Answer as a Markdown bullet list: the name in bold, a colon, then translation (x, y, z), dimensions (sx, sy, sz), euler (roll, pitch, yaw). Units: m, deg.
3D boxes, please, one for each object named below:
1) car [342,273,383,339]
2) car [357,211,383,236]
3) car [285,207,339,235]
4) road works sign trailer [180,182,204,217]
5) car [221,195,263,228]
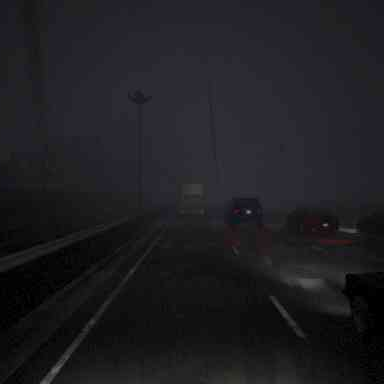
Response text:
- **car**: translation (3.599, 1.631, 3.796), dimensions (1.895, 1.301, 4.718), euler (0, 0, 0)
- **car**: translation (10.595, 1.698, 17.725), dimensions (1.994, 1.385, 4.181), euler (0, 0, 0)
- **car**: translation (7.094, 1.630, 20.137), dimensions (1.882, 1.535, 5.008), euler (0, 0, 0)
- **road works sign trailer**: translation (-0.009, 0.721, 34.099), dimensions (2.380, 3.560, 2.880), euler (0, 0, 0)
- **car**: translation (3.593, 1.401, 23.810), dimensions (2.150, 2.045, 5.566), euler (0, 0, 0)
